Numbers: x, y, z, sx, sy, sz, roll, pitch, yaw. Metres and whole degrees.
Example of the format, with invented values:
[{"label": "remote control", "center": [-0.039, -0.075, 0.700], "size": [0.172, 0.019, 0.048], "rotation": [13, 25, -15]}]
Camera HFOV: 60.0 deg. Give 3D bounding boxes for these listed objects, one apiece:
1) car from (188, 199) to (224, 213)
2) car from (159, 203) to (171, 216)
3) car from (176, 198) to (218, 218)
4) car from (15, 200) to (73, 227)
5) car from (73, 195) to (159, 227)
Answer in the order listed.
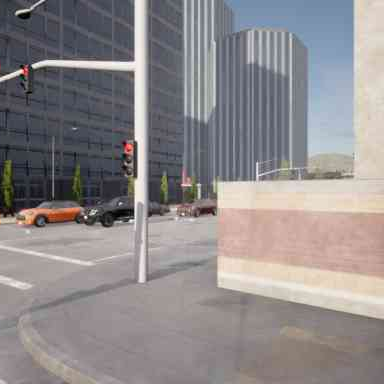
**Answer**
[{"label": "car", "center": [1.696, 1.560, 39.139], "size": [1.837, 1.490, 4.892], "rotation": [0, 0, 36]}, {"label": "car", "center": [-4.231, 1.603, 30.910], "size": [2.033, 1.411, 5.357], "rotation": [0, 0, 36]}, {"label": "car", "center": [0.528, 1.407, 31.530], "size": [2.097, 1.767, 4.553], "rotation": [0, 0, 36]}, {"label": "car", "center": [-9.758, 1.407, 23.216], "size": [2.097, 1.767, 4.553], "rotation": [0, 0, 36]}, {"label": "car", "center": [-5.203, 1.277, 23.562], "size": [2.150, 2.045, 5.566], "rotation": [0, 0, 36]}]
